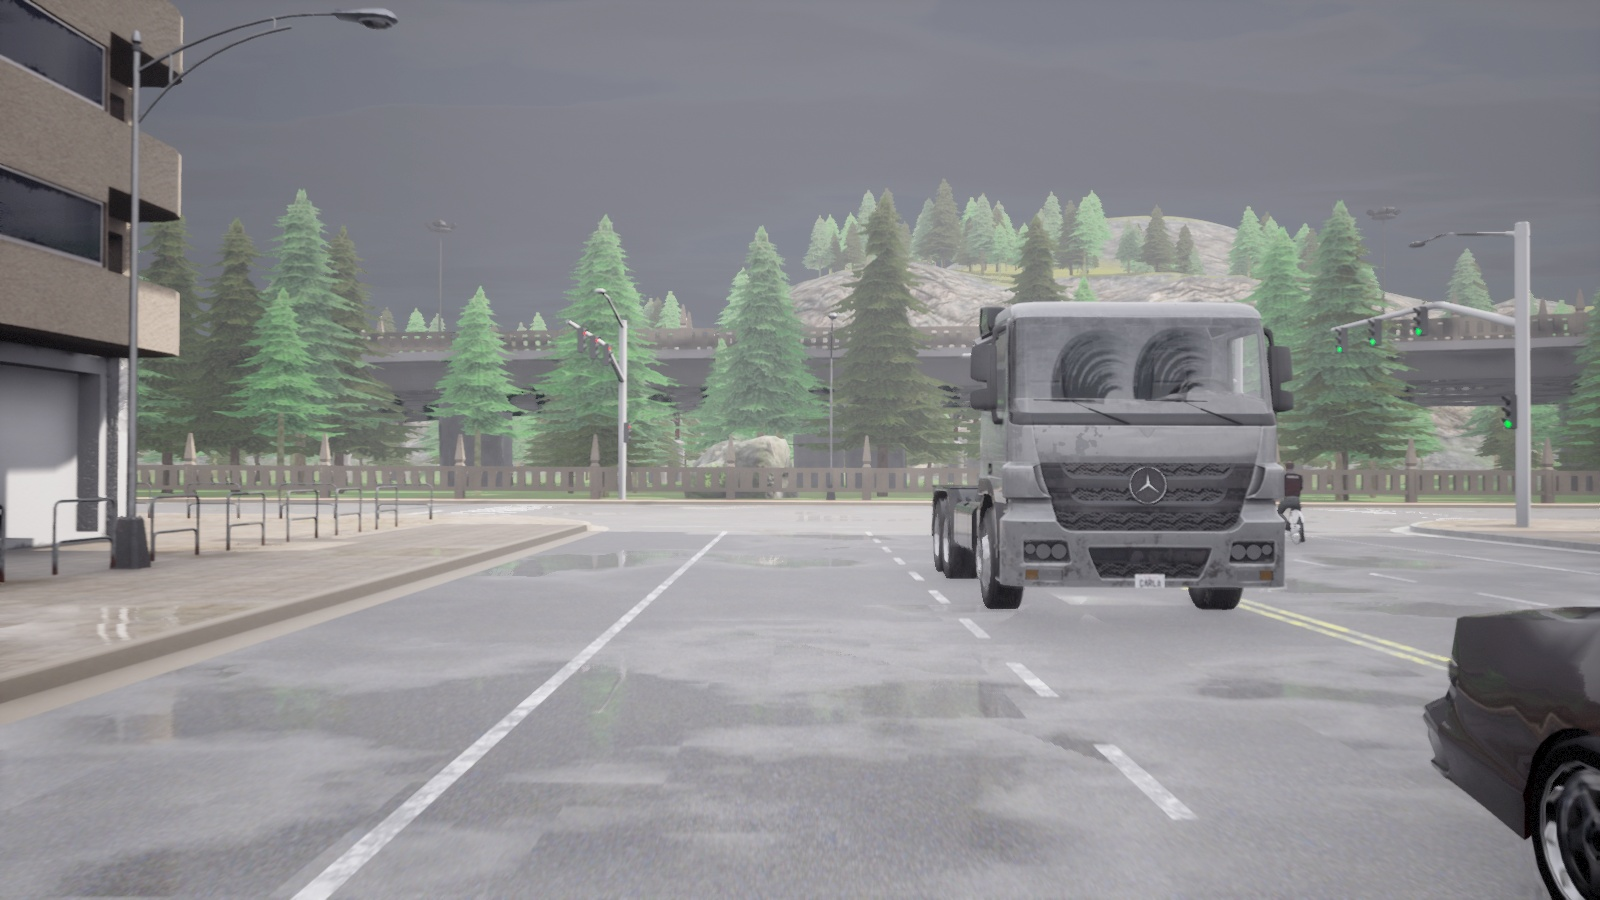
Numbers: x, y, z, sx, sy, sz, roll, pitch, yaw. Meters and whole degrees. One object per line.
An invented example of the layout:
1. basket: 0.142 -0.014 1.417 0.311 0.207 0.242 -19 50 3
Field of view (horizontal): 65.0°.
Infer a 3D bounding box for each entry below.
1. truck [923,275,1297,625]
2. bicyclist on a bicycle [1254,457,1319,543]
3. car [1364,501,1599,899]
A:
1. truck: 3.457 0.063 16.418 2.891 3.462 7.936 0 -1 0
2. bicyclist on a bicycle: 10.435 1.047 27.013 0.659 1.776 1.843 0 -1 0
3. car: 3.493 0.888 2.803 2.033 1.411 5.357 0 -1 0
